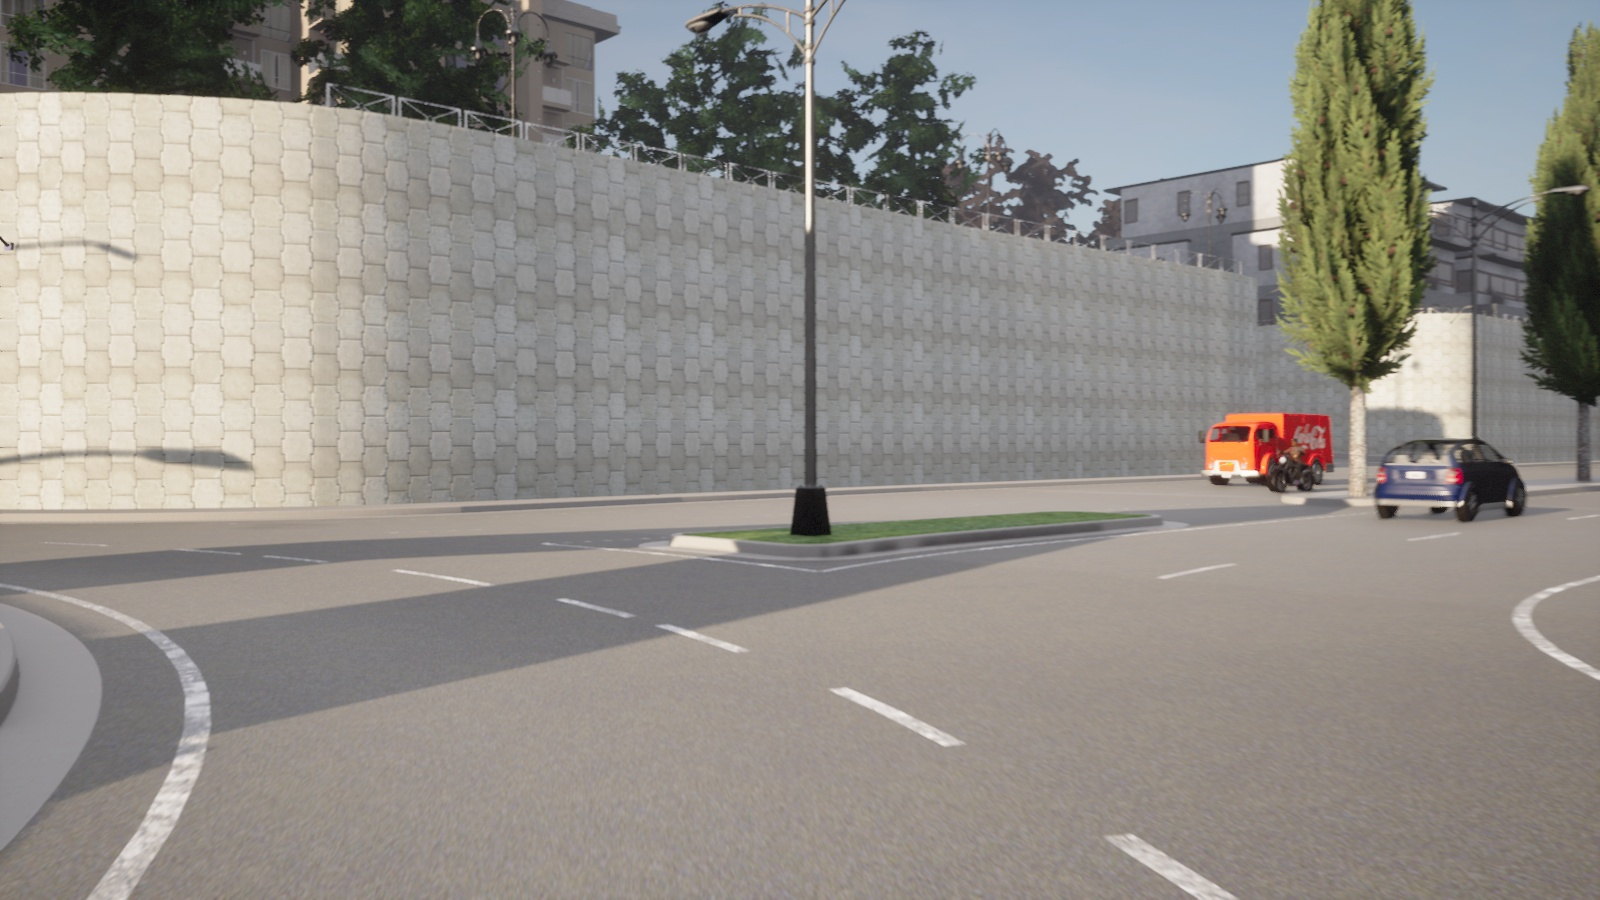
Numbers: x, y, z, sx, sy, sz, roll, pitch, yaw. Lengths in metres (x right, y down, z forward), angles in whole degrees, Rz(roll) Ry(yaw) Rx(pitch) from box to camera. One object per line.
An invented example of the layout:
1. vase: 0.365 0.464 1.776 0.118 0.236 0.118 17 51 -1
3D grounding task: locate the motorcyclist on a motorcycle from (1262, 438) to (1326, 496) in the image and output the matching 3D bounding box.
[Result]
1. motorcyclist on a motorcycle: 14.409 0.480 36.605 2.350 1.649 0.766 -1 1 -42

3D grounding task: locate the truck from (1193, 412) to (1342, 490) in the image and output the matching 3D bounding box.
1. truck: 15.919 0.008 42.658 5.204 2.467 2.627 0 0 -42

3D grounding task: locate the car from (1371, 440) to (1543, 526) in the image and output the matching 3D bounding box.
1. car: 12.817 0.578 24.422 3.705 1.549 1.789 0 0 -42
